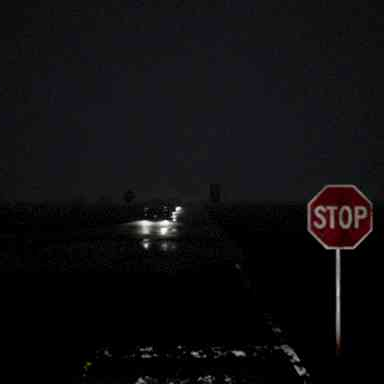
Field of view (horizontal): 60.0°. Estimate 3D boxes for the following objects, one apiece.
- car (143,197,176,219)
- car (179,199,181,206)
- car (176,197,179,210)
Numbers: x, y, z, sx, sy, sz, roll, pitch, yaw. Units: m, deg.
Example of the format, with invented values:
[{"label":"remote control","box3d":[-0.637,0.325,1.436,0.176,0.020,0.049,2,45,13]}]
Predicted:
[{"label":"car","box3d":[-2.896,1.370,28.975,2.097,1.767,4.553,0,0,2]},{"label":"car","box3d":[-2.822,1.550,54.045,2.128,1.511,4.902,0,0,0]},{"label":"car","box3d":[-2.839,1.540,39.916,1.837,1.490,4.892,0,-1,0]}]
